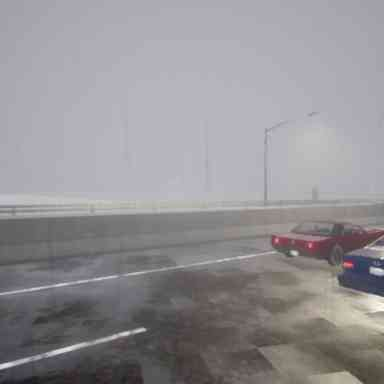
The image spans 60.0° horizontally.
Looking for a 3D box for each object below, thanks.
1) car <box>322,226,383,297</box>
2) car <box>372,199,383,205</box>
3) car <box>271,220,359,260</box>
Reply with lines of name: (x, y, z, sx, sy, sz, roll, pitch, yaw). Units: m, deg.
car: (5.604, 1.567, 7.772, 5.357, 1.411, 2.033, 0, 0, -35)
car: (28.335, 1.711, 48.959, 4.181, 1.385, 1.994, 0, 0, -33)
car: (5.026, 1.623, 11.623, 4.718, 1.301, 1.895, 0, 0, -35)
